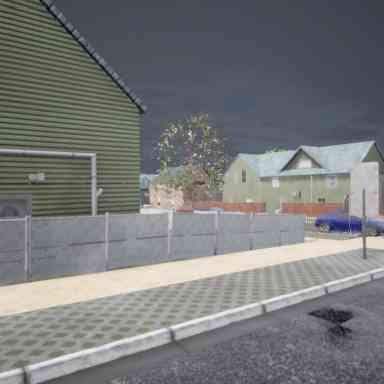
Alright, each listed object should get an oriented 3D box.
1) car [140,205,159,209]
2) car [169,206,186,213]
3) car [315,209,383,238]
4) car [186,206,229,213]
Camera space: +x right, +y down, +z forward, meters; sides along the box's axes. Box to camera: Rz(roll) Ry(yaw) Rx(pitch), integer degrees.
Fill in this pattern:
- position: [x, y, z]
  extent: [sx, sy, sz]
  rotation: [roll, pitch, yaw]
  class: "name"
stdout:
- position: [-5.156, 2.295, 39.839]
  extent: [1.882, 1.535, 5.008]
  rotation: [-1, -1, -36]
  class: "car"
- position: [-1.208, 2.310, 39.380]
  extent: [1.895, 1.301, 4.718]
  rotation: [-1, -1, -36]
  class: "car"
- position: [9.377, 1.748, 19.283]
  extent: [1.812, 1.442, 4.674]
  rotation: [-1, -1, -32]
  class: "car"
- position: [1.931, 2.005, 29.888]
  extent: [1.882, 1.535, 5.008]
  rotation: [-1, -1, -36]
  class: "car"
